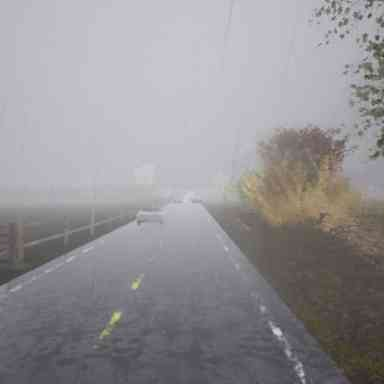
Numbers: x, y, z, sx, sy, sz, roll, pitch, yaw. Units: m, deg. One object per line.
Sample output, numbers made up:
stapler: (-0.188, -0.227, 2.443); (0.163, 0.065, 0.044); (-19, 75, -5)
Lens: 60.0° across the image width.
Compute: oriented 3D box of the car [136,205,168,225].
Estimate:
car: (-2.843, 1.650, 24.355); (1.895, 1.301, 4.718); (0, 0, 0)

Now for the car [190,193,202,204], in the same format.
car: (0.977, 1.555, 63.601); (1.882, 1.535, 5.008); (0, 0, 0)

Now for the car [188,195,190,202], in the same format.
car: (0.018, 1.602, 81.836); (2.033, 1.411, 5.357); (0, 0, 0)

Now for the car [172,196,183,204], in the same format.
car: (-2.745, 1.607, 65.218); (1.837, 1.490, 4.892); (0, 0, 0)
